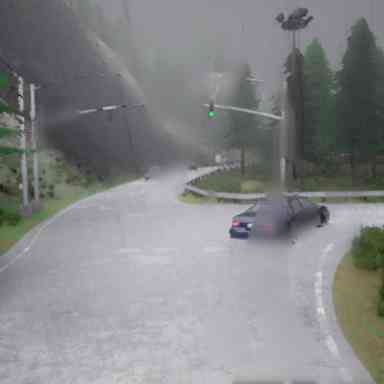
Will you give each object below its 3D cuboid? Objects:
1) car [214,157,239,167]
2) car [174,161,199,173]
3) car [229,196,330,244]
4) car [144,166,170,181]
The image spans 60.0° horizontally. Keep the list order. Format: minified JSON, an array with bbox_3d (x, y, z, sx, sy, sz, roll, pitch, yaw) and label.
[{"bbox_3d":[5.829,-5.067,56.167,4.892,1.490,1.837,-10,10,-41],"label":"car"},{"bbox_3d":[-0.748,-3.668,48.190,2.128,1.511,4.902,3,10,31],"label":"car"},{"bbox_3d":[3.432,0.869,12.343,2.033,1.411,5.357,0,5,39],"label":"car"},{"bbox_3d":[-4.067,-2.230,39.320,1.837,1.490,4.892,1,9,14],"label":"car"}]
